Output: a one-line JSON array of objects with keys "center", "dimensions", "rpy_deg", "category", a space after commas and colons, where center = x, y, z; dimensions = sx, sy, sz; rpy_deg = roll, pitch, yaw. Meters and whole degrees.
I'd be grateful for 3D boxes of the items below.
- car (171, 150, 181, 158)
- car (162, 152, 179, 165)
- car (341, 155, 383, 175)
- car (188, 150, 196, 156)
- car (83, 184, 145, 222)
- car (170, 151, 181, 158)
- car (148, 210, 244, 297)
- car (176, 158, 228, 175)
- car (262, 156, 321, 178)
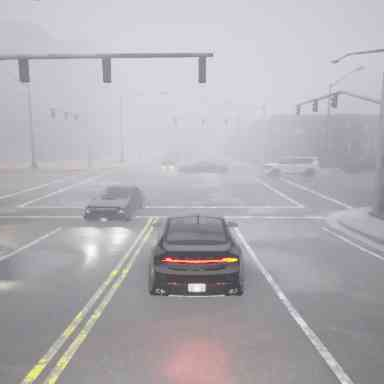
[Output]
[{"center": [-3.434, -8.084, 70.981], "dimensions": [1.882, 1.535, 5.008], "rpy_deg": [0, 9, 0], "category": "car"}, {"center": [-3.550, -4.889, 50.673], "dimensions": [2.033, 1.411, 5.357], "rpy_deg": [0, 9, 0], "category": "car"}, {"center": [19.274, -2.999, 36.225], "dimensions": [5.566, 2.045, 2.150], "rpy_deg": [0, 9, 0], "category": "car"}, {"center": [0.076, -9.684, 81.863], "dimensions": [1.994, 1.385, 4.181], "rpy_deg": [0, 9, 0], "category": "car"}, {"center": [-3.557, 0.387, 16.265], "dimensions": [2.033, 1.411, 5.357], "rpy_deg": [0, 8, 2], "category": "car"}, {"center": [-3.511, -6.645, 60.803], "dimensions": [2.097, 1.767, 4.553], "rpy_deg": [0, 9, 0], "category": "car"}, {"center": [0.079, 1.201, 8.008], "dimensions": [1.837, 1.490, 4.892], "rpy_deg": [0, 4, 0], "category": "car"}, {"center": [1.220, -2.685, 36.348], "dimensions": [5.357, 1.411, 2.033], "rpy_deg": [0, 9, 0], "category": "car"}, {"center": [9.761, -2.470, 32.802], "dimensions": [5.566, 2.045, 2.150], "rpy_deg": [0, 9, 0], "category": "car"}]
